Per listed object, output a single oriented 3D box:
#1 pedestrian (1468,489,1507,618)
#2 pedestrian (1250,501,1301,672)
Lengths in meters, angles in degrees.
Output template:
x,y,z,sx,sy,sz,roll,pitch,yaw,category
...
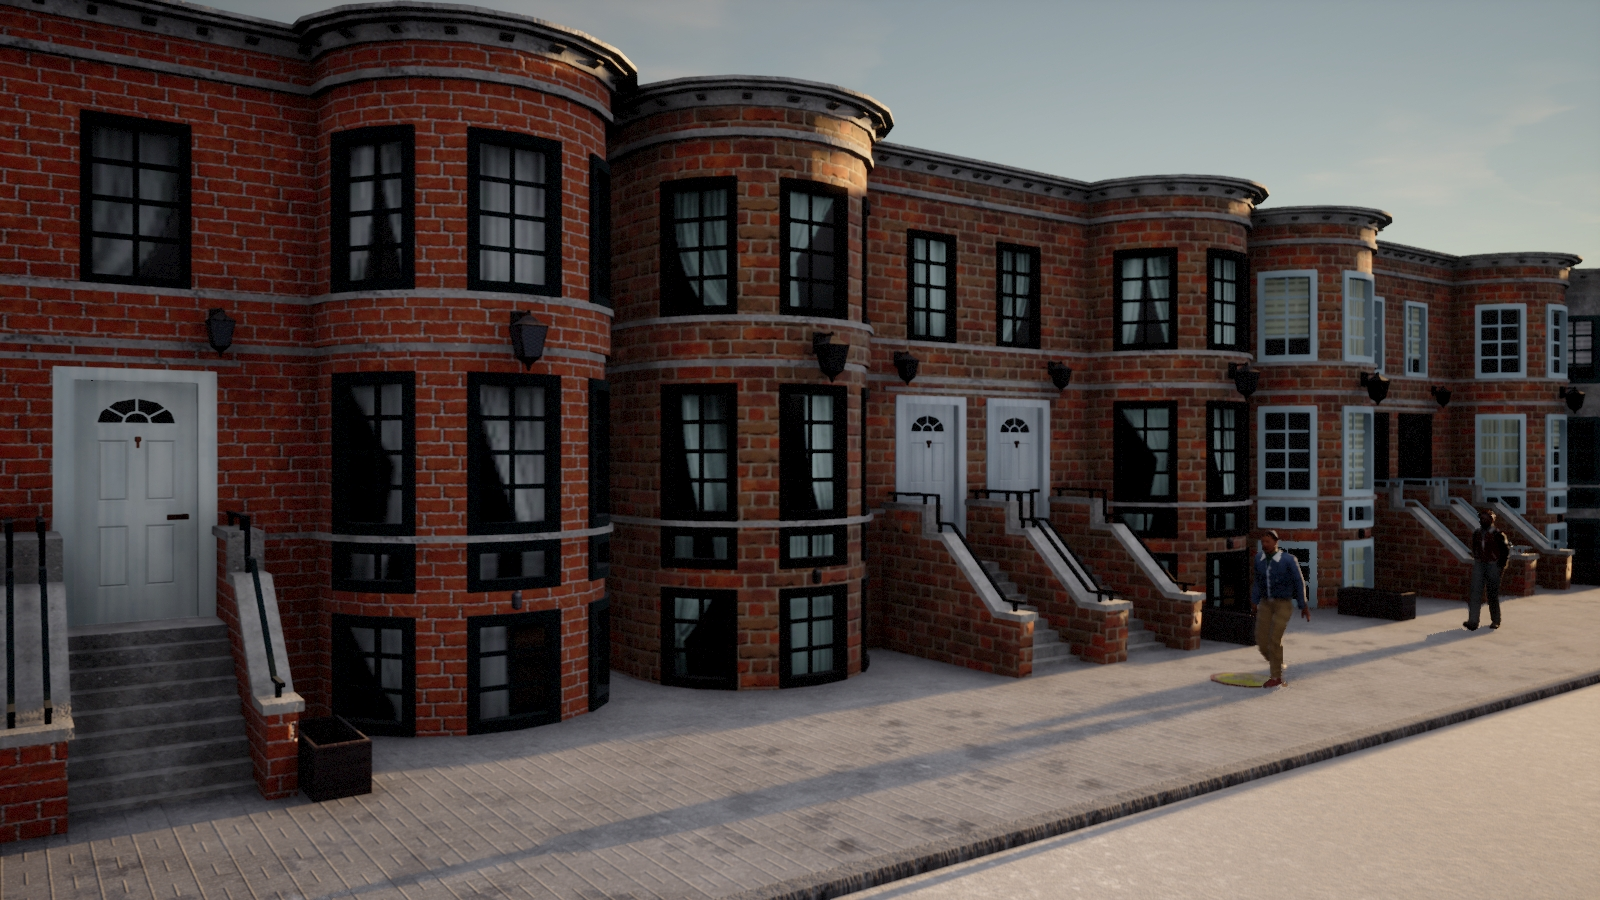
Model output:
x,y,z,sx,sy,sz,roll,pitch,yaw,category
10.218,1.523,16.976,0.375,1.860,0.375,0,0,-33,pedestrian
5.343,1.516,12.842,0.375,1.860,0.375,0,0,-30,pedestrian
